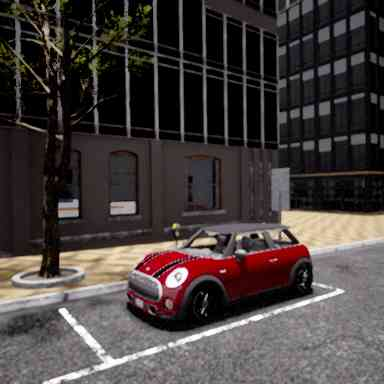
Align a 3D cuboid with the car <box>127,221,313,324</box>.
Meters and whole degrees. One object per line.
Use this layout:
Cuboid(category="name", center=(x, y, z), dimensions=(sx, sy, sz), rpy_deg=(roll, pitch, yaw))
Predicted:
Cuboid(category="car", center=(0.685, 1.441, 7.073), dimensions=(4.097, 1.590, 1.967), rpy_deg=(0, -1, -36))
